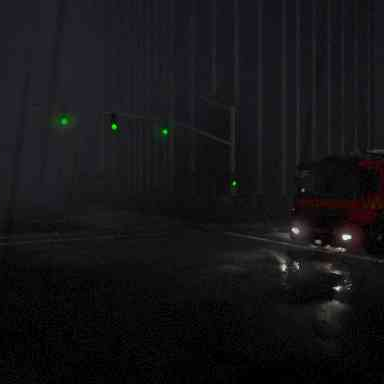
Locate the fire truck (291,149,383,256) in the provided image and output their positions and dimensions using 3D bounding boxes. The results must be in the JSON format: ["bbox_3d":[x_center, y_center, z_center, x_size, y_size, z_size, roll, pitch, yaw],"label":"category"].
[{"bbox_3d":[8.144,0.340,14.028,8.468,3.827,2.891,0,0,-30],"label":"fire truck"}]
